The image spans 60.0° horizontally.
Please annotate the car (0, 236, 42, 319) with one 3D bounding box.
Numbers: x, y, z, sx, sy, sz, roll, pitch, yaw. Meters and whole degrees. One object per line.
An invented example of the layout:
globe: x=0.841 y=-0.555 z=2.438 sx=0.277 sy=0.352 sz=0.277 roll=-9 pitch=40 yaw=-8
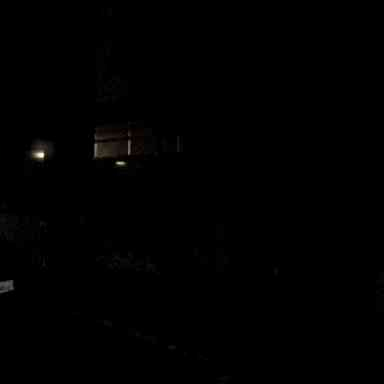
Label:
car: x=-4.519 y=1.423 z=6.193 sx=4.313 sy=1.339 sz=1.947 roll=1 pitch=1 yaw=36
